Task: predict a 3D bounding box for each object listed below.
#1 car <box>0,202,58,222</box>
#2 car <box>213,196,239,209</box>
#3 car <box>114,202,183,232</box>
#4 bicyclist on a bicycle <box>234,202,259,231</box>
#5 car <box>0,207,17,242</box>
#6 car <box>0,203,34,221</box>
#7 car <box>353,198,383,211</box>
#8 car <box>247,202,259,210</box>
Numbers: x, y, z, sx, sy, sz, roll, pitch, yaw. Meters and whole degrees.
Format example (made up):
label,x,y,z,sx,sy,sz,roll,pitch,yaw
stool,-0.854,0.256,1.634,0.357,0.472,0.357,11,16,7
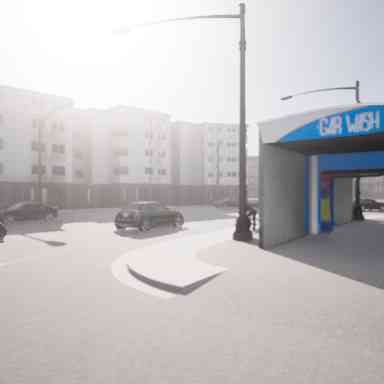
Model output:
label,x,y,z,sx,sy,sz,roll,pitch,yaw
car,-12.455,1.501,24.664,1.882,1.535,5.008,-1,-1,34
car,5.077,1.373,45.005,4.553,1.767,2.097,0,0,-26
car,-2.501,1.365,20.398,2.097,1.767,4.553,0,0,35
bicyclist on a bicycle,3.045,1.309,18.393,1.656,1.620,0.582,0,0,38
car,-9.975,1.541,13.721,1.812,1.442,4.674,0,0,18
car,-15.431,1.628,26.570,1.895,1.301,4.718,0,0,33
car,20.827,1.510,39.753,4.892,1.490,1.837,0,0,-18
car,9.475,1.617,43.280,4.718,1.301,1.895,0,0,-23
